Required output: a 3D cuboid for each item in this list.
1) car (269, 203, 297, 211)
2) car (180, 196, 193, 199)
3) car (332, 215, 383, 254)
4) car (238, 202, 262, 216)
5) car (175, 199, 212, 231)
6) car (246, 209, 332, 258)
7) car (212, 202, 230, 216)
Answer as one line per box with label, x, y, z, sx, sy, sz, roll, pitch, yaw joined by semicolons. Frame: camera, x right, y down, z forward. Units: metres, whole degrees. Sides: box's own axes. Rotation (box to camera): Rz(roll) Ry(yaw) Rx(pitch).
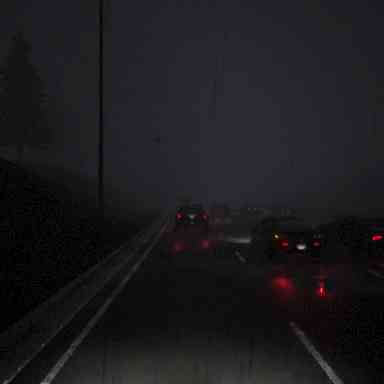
car;10.011;1.913;36.937;1.895;1.301;4.718;0;0;-2
car;-0.832;1.614;46.243;2.150;2.045;5.566;0;0;-2
car;7.079;1.667;14.098;2.033;1.411;5.357;0;0;0
car;6.503;1.862;37.141;2.033;1.411;5.357;0;0;-2
car;-0.046;1.538;22.023;2.097;1.767;4.553;0;-1;-1
car;3.581;1.638;13.236;1.812;1.442;4.674;0;0;0
car;3.013;1.803;36.668;2.128;1.511;4.902;0;0;-2
